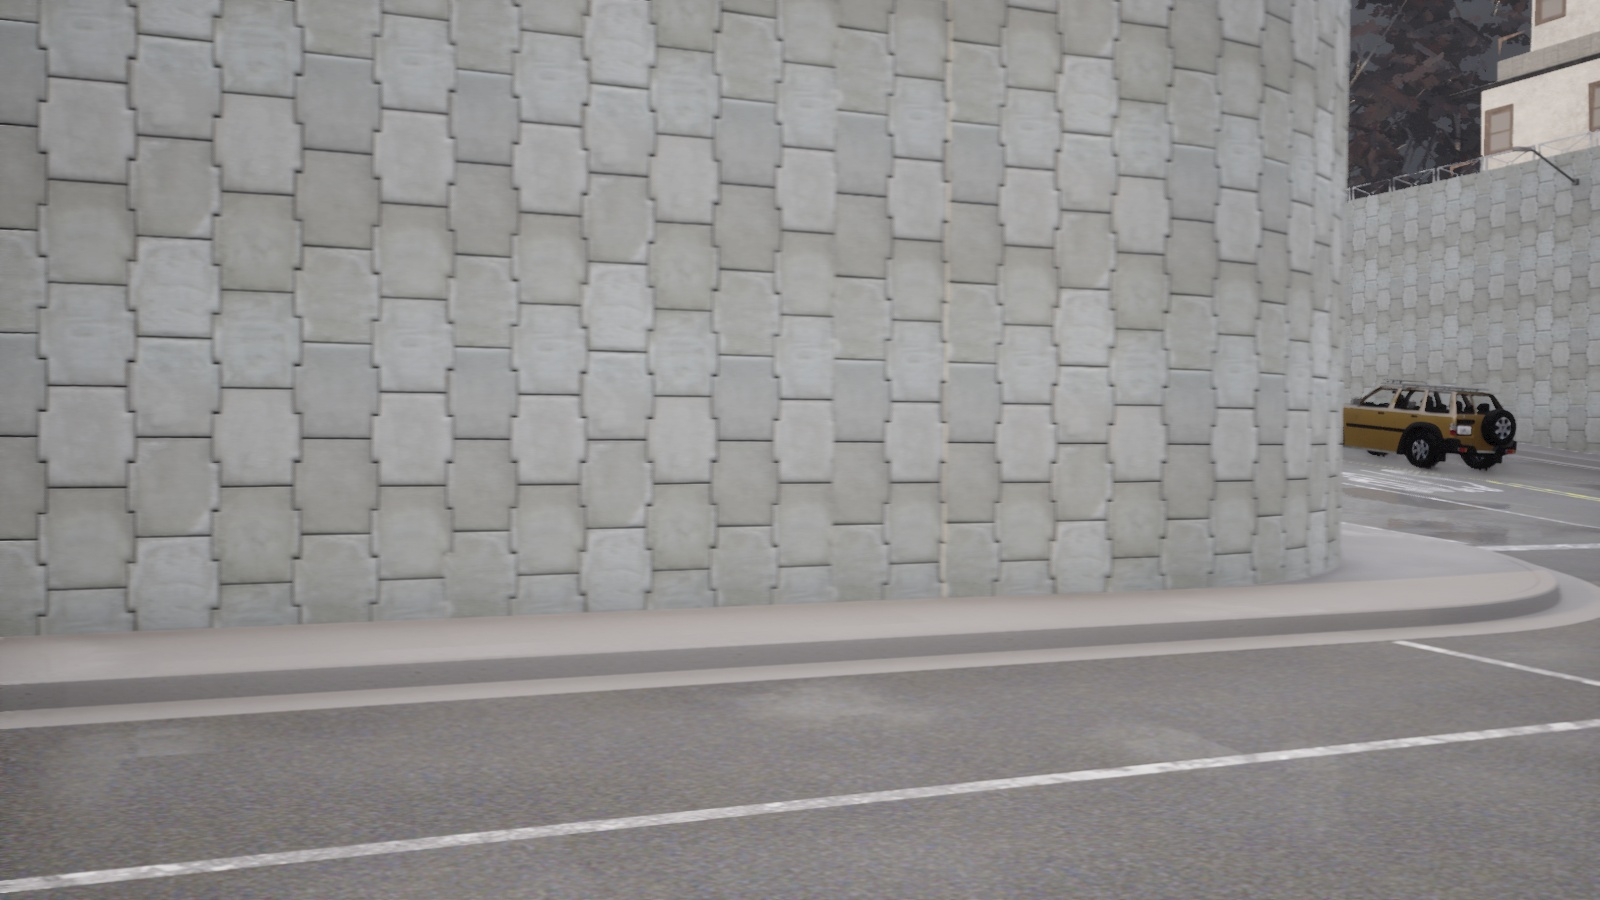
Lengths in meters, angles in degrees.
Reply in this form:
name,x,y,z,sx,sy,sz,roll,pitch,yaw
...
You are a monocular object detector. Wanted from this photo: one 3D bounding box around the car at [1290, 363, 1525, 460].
name,x,y,z,sx,sy,sz,roll,pitch,yaw
car,13.571,-0.939,28.415,1.932,1.855,4.605,0,5,-21
